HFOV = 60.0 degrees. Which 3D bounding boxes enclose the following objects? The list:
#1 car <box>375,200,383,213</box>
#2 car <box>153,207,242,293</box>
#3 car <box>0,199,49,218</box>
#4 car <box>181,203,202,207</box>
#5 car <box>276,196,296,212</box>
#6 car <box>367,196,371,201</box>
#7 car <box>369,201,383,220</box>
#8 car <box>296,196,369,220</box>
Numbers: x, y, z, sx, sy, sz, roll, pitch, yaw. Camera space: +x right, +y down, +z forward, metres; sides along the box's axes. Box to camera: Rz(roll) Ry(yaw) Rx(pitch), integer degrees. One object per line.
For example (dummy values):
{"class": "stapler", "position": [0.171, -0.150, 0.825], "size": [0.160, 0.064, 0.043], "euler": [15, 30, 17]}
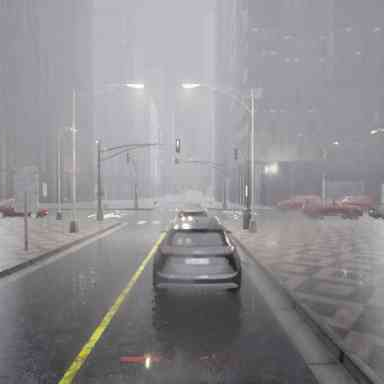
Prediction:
{"class": "car", "position": [23.429, 1.641, 37.663], "size": [4.313, 1.339, 1.947], "euler": [0, 1, 0]}
{"class": "car", "position": [0.118, 1.432, 8.863], "size": [2.033, 1.649, 4.856], "euler": [0, 0, 0]}
{"class": "car", "position": [-14.890, 1.572, 29.063], "size": [4.507, 1.381, 1.887], "euler": [0, 1, 0]}
{"class": "car", "position": [-0.039, 1.514, 21.761], "size": [1.837, 1.490, 4.892], "euler": [0, 0, -2]}
{"class": "car", "position": [12.145, 1.332, 37.638], "size": [5.009, 1.841, 2.192], "euler": [0, 1, 0]}
{"class": "car", "position": [17.788, 1.361, 37.649], "size": [5.009, 1.841, 2.192], "euler": [0, 1, 0]}
{"class": "car", "position": [17.794, 1.748, 29.128], "size": [4.313, 1.339, 1.947], "euler": [0, 1, 0]}
{"class": "car", "position": [12.151, 1.468, 29.114], "size": [5.009, 1.841, 2.192], "euler": [0, 1, 0]}
